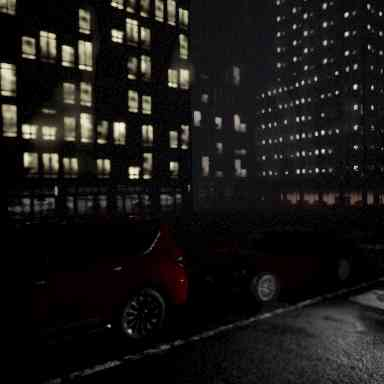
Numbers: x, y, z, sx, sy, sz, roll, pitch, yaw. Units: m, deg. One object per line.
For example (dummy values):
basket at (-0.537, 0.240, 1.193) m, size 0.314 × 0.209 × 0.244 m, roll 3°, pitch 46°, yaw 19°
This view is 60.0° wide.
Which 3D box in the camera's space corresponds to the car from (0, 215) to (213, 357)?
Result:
car at (-2.384, 1.316, 4.881) m, size 5.009 × 1.841 × 2.192 m, roll 0°, pitch -1°, yaw -35°

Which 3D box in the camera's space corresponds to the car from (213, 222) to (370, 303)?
car at (2.199, 1.546, 8.143) m, size 4.507 × 1.381 × 1.887 m, roll 0°, pitch -1°, yaw -35°

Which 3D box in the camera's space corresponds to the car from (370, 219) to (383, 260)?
car at (6.778, 1.585, 11.408) m, size 4.206 × 1.307 × 1.802 m, roll 0°, pitch -1°, yaw -35°

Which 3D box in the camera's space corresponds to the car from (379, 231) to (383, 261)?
car at (6.819, 1.603, 8.240) m, size 4.718 × 1.301 × 1.895 m, roll 0°, pitch 0°, yaw -35°
